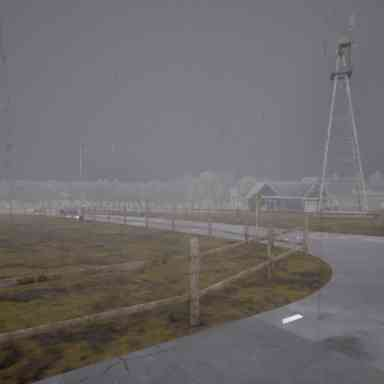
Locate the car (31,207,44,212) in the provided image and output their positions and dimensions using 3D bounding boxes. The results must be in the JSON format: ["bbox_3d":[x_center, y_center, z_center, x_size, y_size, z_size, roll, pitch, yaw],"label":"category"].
[{"bbox_3d":[-36.566,4.312,79.883,1.812,1.442,4.674,0,-3,-35],"label":"car"}]

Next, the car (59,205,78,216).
[{"bbox_3d":[-18.615,2.798,49.972,1.837,1.490,4.892,0,-2,-35],"label":"car"}]
